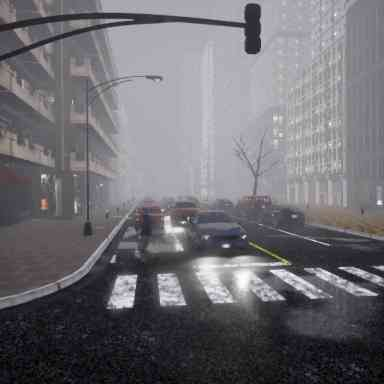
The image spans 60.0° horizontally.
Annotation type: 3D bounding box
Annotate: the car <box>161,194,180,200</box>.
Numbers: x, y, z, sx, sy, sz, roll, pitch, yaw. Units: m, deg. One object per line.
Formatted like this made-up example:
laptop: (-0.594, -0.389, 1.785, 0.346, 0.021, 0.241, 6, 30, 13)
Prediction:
car: (-3.188, 1.329, 44.310, 2.128, 1.511, 4.902, 0, 0, -7)

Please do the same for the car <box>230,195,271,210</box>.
car: (4.969, 1.178, 26.918, 2.192, 1.841, 5.009, 0, 0, -8)

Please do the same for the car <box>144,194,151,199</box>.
car: (-12.233, 1.275, 91.470, 1.887, 1.381, 4.507, 0, 0, -8)

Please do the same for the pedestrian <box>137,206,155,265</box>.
pedestrian: (-1.368, 1.265, 9.970, 0.375, 1.860, 0.375, 0, 0, -8)

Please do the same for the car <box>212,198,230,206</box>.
car: (3.486, 1.393, 37.864, 1.947, 1.339, 4.313, 0, 0, -8)

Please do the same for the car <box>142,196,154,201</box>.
car: (-4.819, 1.421, 36.740, 1.887, 1.381, 4.507, 0, 0, -8)

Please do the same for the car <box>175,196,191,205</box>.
car: (-1.582, 1.334, 55.207, 2.033, 1.411, 5.357, 0, 0, -8)

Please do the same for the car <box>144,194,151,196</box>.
car: (-6.278, 1.367, 47.517, 1.752, 1.417, 4.829, 0, 0, -8)

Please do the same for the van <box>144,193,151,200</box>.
van: (-11.492, 1.083, 85.996, 1.690, 1.788, 3.998, 0, 0, -8)

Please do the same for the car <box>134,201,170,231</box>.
car: (-2.594, 1.477, 20.322, 1.887, 1.381, 4.507, 0, 0, -8)

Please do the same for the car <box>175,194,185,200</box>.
car: (-3.186, 1.244, 87.120, 2.008, 1.369, 4.403, 0, 0, -8)

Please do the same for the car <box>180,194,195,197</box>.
car: (-0.172, 1.296, 45.134, 1.882, 1.535, 5.008, 0, 0, -7)

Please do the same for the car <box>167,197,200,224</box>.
car: (-0.500, 1.382, 24.131, 1.882, 1.535, 5.008, 0, 0, -8)

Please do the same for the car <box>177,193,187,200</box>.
car: (-2.445, 1.145, 81.647, 1.967, 1.590, 4.097, 0, 0, -8)

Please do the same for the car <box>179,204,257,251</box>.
car: (0.837, 1.488, 14.247, 2.033, 1.411, 5.357, 0, 0, -8)

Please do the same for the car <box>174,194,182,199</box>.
car: (-3.928, 1.232, 92.594, 2.008, 1.369, 4.403, 0, 0, -8)

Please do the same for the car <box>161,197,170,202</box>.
car: (-1.832, 1.472, 33.999, 1.895, 1.301, 4.718, 0, 0, -8)

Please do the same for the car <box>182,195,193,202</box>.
car: (-0.963, 1.296, 70.702, 1.947, 1.339, 4.313, 0, 0, -8)

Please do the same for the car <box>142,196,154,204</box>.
car: (-7.785, 1.374, 58.632, 1.947, 1.339, 4.313, 0, 0, -8)

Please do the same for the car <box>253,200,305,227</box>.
car: (5.710, 1.448, 21.446, 1.947, 1.339, 4.313, 0, 0, -8)
